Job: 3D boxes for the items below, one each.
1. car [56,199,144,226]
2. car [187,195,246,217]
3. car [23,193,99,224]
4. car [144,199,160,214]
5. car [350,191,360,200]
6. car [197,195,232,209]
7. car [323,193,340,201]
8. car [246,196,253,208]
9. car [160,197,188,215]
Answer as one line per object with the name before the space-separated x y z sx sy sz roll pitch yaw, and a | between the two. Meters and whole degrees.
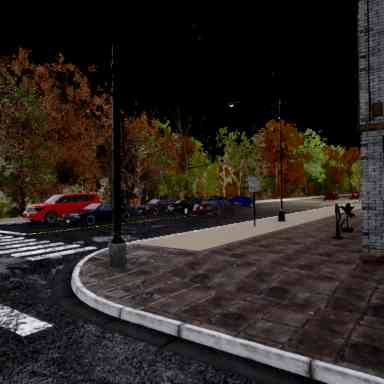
car | -6.092 1.402 22.704 2.033 1.411 5.357 -1 0 36
car | 2.220 1.260 28.190 2.033 1.411 5.357 -1 0 36
car | -9.133 1.126 24.059 2.150 2.045 5.566 -1 0 36
car | -3.056 1.347 32.315 2.033 1.411 5.357 -1 0 37
car | 30.776 0.572 61.560 2.097 1.767 4.553 -1 0 36
car | 2.760 1.204 40.218 1.837 1.490 4.892 -1 0 37
car | 24.598 0.850 58.638 1.812 1.442 4.674 -1 0 36
car | 5.493 1.179 38.457 1.812 1.442 4.674 -1 0 36
car | -0.376 1.260 30.483 1.837 1.490 4.892 -1 0 36
